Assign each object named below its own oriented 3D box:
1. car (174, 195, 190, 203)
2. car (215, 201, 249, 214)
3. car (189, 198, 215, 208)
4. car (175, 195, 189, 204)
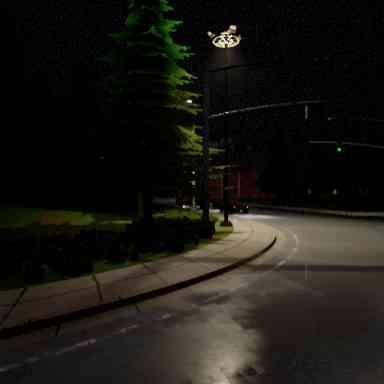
[{"bbox_3d":[-2.177,1.476,70.976,2.128,1.511,4.902,0,0,-17],"label":"car"},{"bbox_3d":[4.387,1.587,35.598,1.895,1.301,4.718,0,0,-15],"label":"car"},{"bbox_3d":[1.725,1.206,45.291,2.150,2.045,5.566,0,0,-16],"label":"car"},{"bbox_3d":[-1.132,1.334,55.185,2.097,1.767,4.553,0,0,-17],"label":"car"}]
